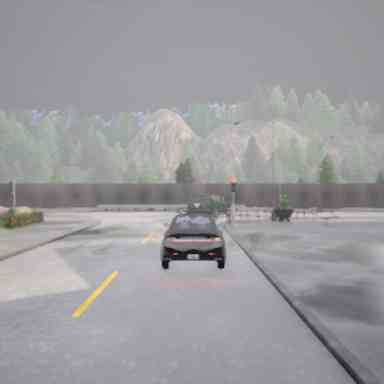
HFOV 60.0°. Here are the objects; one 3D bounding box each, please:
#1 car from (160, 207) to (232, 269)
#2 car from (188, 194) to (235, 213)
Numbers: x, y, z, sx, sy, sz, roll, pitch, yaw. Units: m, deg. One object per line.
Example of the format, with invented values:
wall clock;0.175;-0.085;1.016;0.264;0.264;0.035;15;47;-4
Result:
car;0.050;1.463;11.010;2.128;1.511;4.902;0;0;0
car;1.644;1.155;27.574;2.150;2.045;5.566;-2;0;27
